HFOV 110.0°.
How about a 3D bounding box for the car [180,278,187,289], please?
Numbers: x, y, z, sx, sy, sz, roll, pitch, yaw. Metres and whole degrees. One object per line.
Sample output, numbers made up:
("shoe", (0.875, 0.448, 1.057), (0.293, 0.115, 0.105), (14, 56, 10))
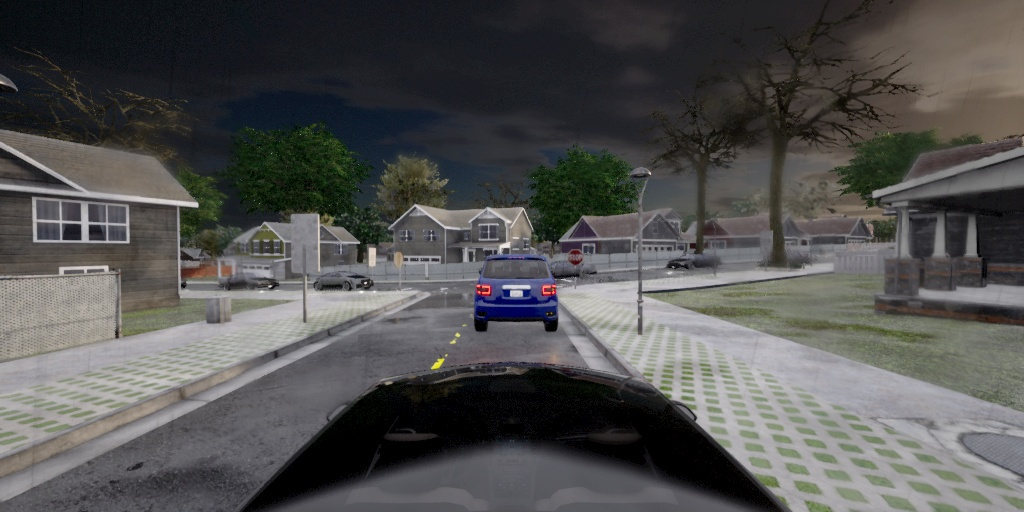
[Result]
("car", (-32.850, 2.436, 33.766), (4.902, 1.511, 2.128), (-2, 0, 22))

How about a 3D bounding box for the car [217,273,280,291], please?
("car", (-21.475, 2.095, 29.167), (5.357, 1.411, 2.033), (-2, 0, 22))

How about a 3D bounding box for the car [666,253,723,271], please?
("car", (16.227, 0.486, 31.787), (5.357, 1.411, 2.033), (-2, 2, -25))

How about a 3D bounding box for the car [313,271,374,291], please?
("car", (-11.919, 1.751, 25.358), (4.181, 1.385, 1.994), (-2, 0, 21))

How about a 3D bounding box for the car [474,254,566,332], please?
("car", (0.116, 0.968, 11.021), (2.150, 2.045, 5.566), (0, 0, 0))

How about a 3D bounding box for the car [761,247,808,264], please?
("car", (28.561, -0.079, 37.553), (5.008, 1.535, 1.882), (-3, 2, -25))

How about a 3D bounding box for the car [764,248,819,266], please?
("car", (25.777, 0.199, 32.999), (5.357, 1.411, 2.033), (-2, 2, -25))

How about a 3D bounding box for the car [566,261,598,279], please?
("car", (3.644, 1.058, 26.533), (5.357, 1.411, 2.033), (-3, 2, -18))

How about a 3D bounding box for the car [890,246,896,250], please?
("car", (47.740, -0.662, 43.319), (4.892, 1.490, 1.837), (-2, 2, -25))
